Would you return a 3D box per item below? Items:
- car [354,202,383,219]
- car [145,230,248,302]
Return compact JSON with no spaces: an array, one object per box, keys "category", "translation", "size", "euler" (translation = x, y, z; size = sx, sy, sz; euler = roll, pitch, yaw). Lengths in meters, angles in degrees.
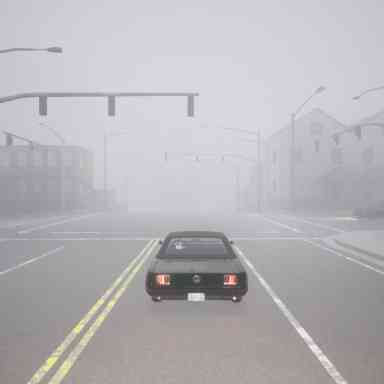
[{"category":"car","translation":[16.026,1.564,28.165],"size":[4.181,1.385,1.994],"euler":[0,0,0]},{"category":"car","translation":[0.102,1.601,8.199],"size":[1.895,1.301,4.718],"euler":[0,0,0]}]
